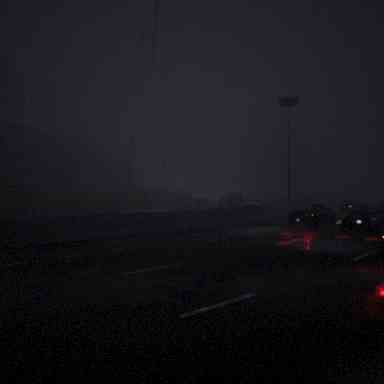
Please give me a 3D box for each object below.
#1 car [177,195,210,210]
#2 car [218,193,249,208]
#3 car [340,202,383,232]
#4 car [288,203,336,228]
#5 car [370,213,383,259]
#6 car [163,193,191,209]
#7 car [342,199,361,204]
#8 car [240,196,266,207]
[{"bbox_3d":[0.522,1.456,41.967,1.882,1.535,5.008,0,0,28],"label":"car"},{"bbox_3d":[5.255,1.163,43.451,2.150,2.045,5.566,0,0,25],"label":"car"},{"bbox_3d":[9.848,1.482,18.497,1.994,1.385,4.181,0,0,41],"label":"car"},{"bbox_3d":[7.748,1.459,21.407,1.812,1.442,4.674,0,0,40],"label":"car"},{"bbox_3d":[7.764,1.463,11.055,4.674,1.442,1.812,-1,0,-45],"label":"car"},{"bbox_3d":[-1.739,1.216,45.021,2.150,2.045,5.566,0,0,27],"label":"car"},{"bbox_3d":[16.602,1.423,34.691,1.994,1.385,4.181,0,0,28],"label":"car"},{"bbox_3d":[7.816,1.449,40.856,1.812,1.442,4.674,0,0,27],"label":"car"}]
